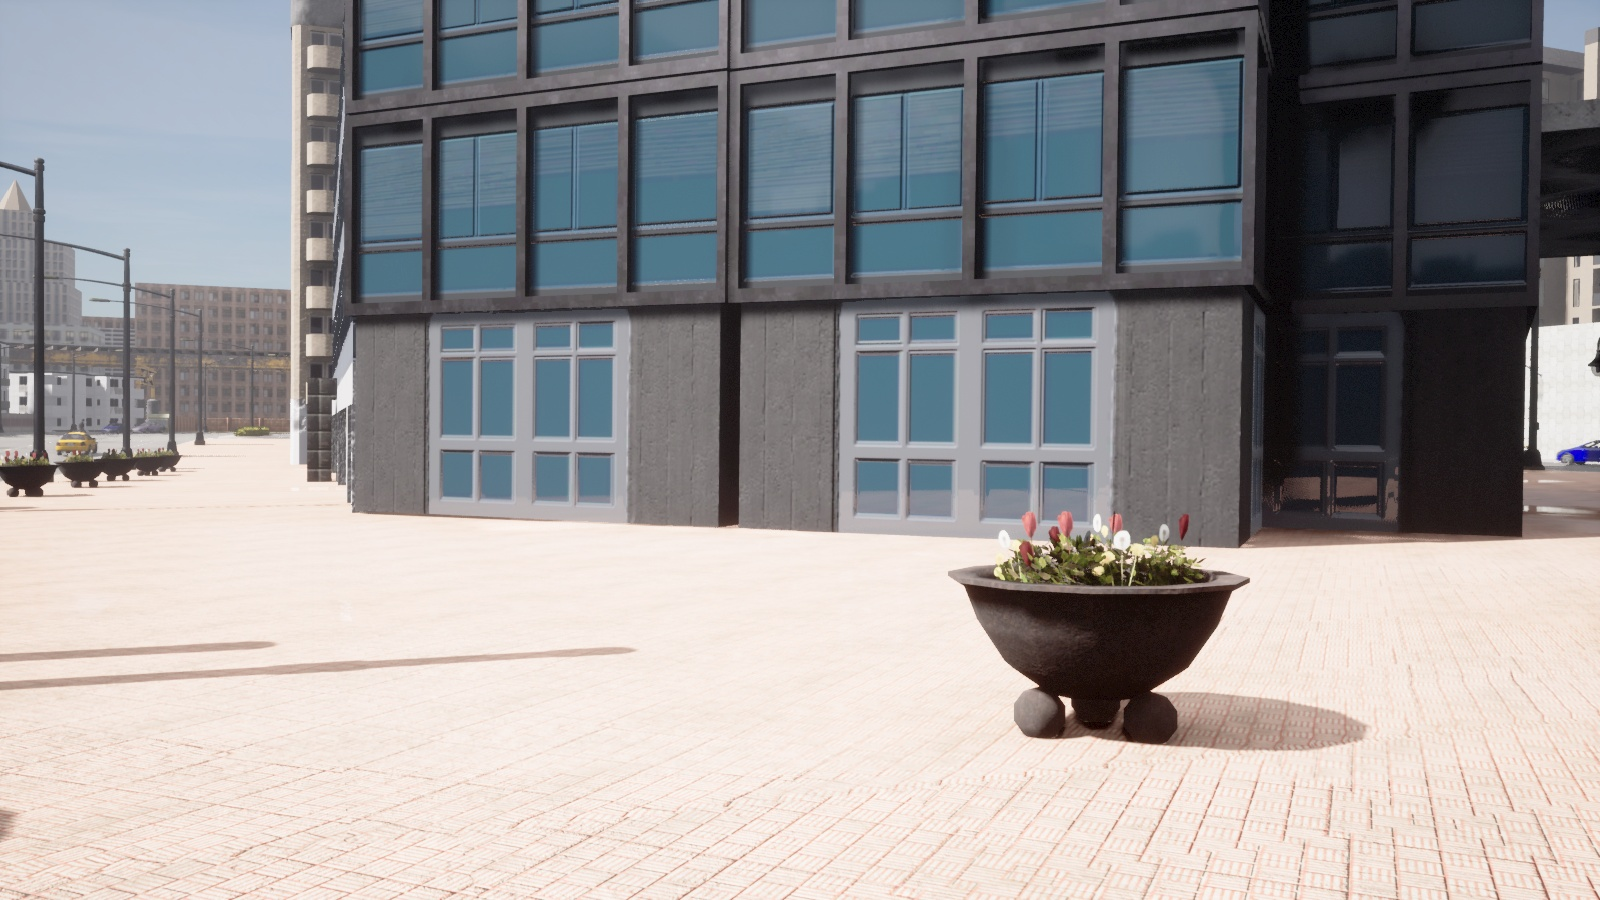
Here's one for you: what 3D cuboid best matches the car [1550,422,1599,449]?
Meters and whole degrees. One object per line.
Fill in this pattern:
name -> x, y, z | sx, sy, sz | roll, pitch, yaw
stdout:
car -> 44.520, -0.809, 70.041 | 1.816, 1.474, 4.193 | -1, 1, -36

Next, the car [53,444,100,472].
car -> -47.104, 0.508, 81.865 | 1.801, 1.575, 5.366 | -1, 2, -21
